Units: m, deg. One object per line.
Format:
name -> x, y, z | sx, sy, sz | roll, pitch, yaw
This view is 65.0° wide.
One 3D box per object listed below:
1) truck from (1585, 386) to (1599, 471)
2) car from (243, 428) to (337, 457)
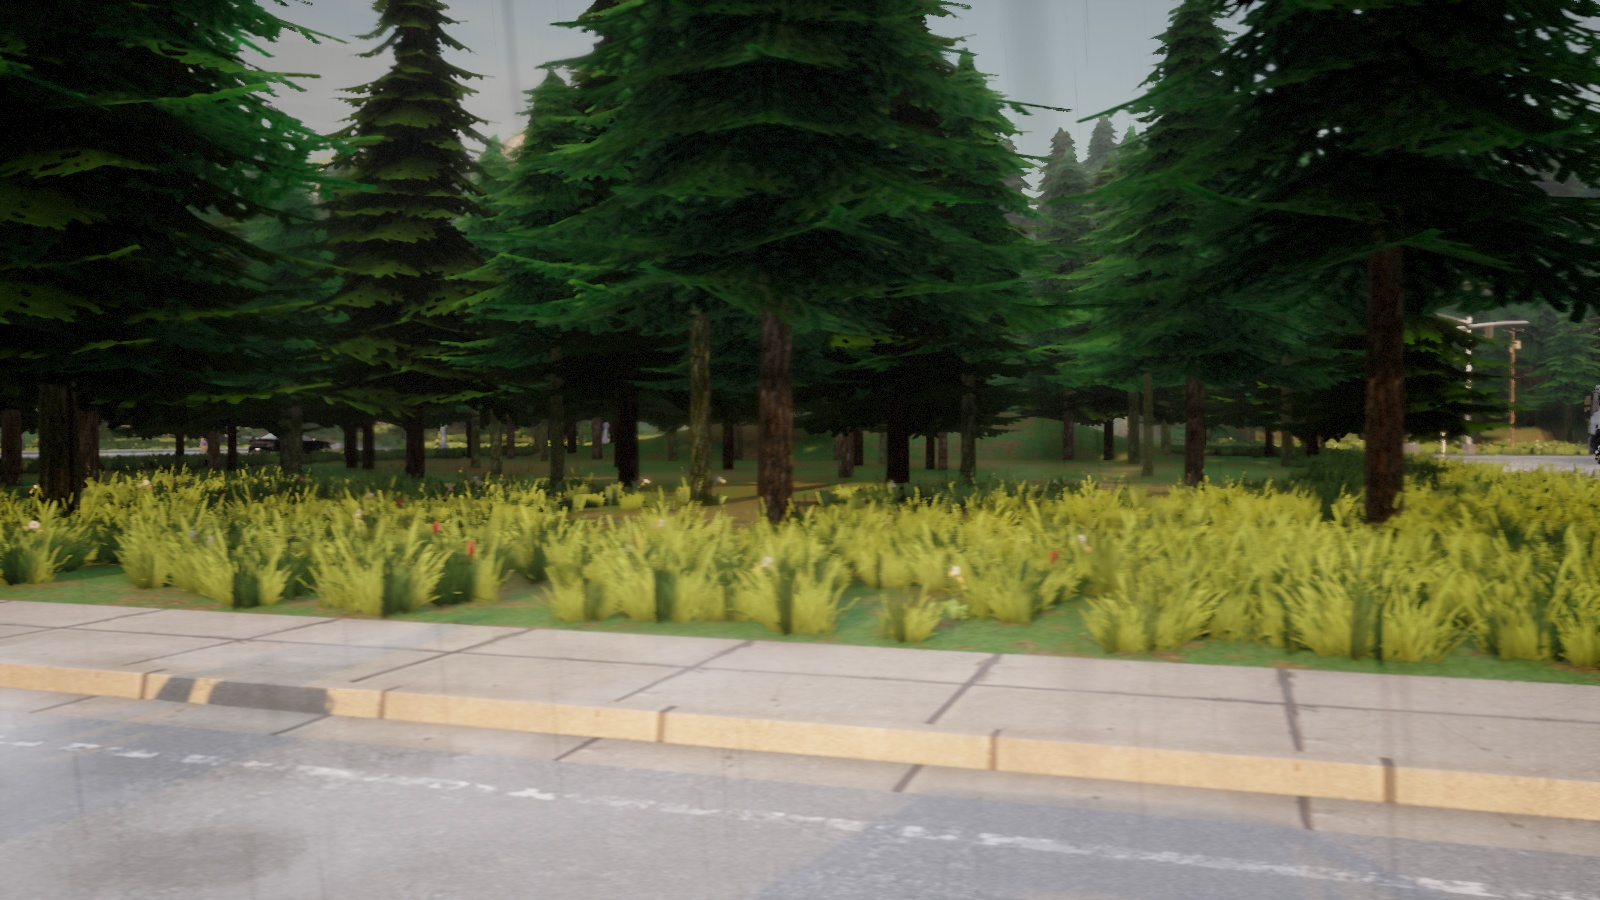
truck -> 33.598, -0.842, 49.415 | 2.891, 3.462, 7.936 | 1, 1, 20
car -> -27.556, -0.433, 68.044 | 1.882, 1.535, 5.008 | 1, 1, 20
